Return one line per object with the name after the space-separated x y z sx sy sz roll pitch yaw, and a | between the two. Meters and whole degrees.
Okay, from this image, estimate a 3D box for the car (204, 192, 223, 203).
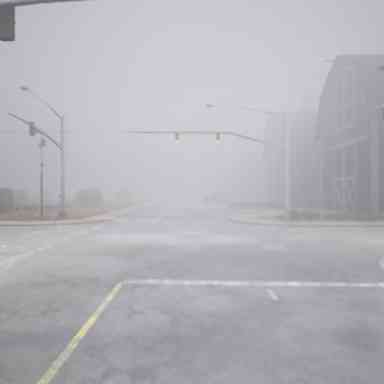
4.178 1.067 64.809 1.905 1.878 3.866 -8 3 -42 | car
